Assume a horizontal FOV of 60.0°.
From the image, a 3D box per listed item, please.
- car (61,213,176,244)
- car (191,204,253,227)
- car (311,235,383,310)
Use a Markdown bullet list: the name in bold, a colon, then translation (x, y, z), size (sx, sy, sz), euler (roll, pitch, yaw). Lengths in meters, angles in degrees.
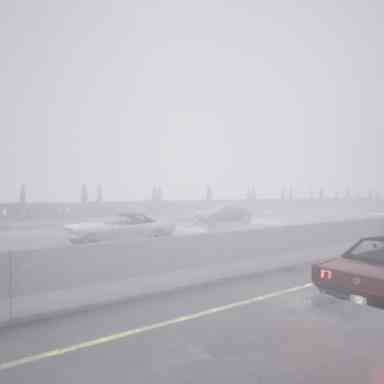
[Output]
- **car**: translation (-3.173, 1.602, 14.626), size (4.718, 1.301, 1.895), euler (0, 0, -35)
- **car**: translation (2.122, 1.528, 22.700), size (4.674, 1.442, 1.812), euler (0, 0, -35)
- **car**: translation (4.736, 1.602, 7.126), size (4.718, 1.301, 1.895), euler (0, 0, -35)
